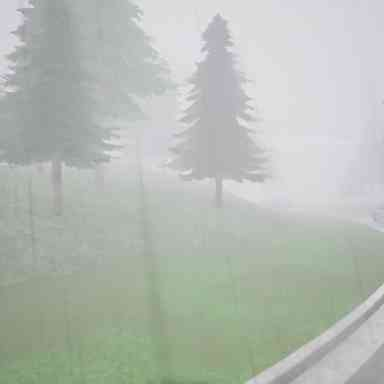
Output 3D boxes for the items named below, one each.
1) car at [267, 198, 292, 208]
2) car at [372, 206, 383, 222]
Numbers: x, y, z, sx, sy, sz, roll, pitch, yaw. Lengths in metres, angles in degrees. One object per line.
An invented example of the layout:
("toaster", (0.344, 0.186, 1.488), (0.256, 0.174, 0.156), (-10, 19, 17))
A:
("car", (12.988, 1.611, 49.507), (2.128, 1.511, 4.902), (0, 0, -15))
("car", (14.523, 1.538, 23.692), (1.812, 1.442, 4.674), (0, 0, 10))
